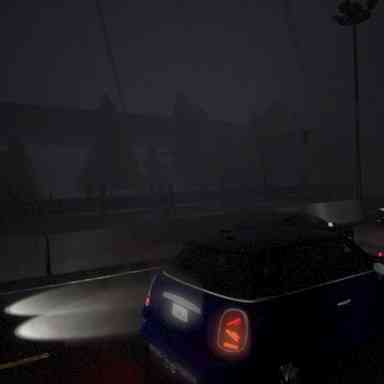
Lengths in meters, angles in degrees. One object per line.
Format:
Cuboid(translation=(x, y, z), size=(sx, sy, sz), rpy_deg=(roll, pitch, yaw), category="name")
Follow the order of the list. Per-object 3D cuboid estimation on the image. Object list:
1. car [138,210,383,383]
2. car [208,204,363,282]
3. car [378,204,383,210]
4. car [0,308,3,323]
Cuboid(translation=(1.592, 1.313, 4.915), size=(4.553, 1.767, 2.097), rpy_deg=(-1, 1, -36), category="car")
Cuboid(translation=(3.068, 1.321, 10.304), size=(5.008, 1.535, 1.882), rpy_deg=(-3, 1, -36), category="car")
Cuboid(translation=(10.689, 0.864, 15.825), size=(4.902, 1.511, 2.128), rpy_deg=(-4, 2, -36), category="car")
Cuboid(translation=(-4.975, 1.560, 4.496), size=(4.181, 1.385, 1.994), rpy_deg=(0, 0, -36), category="car")
